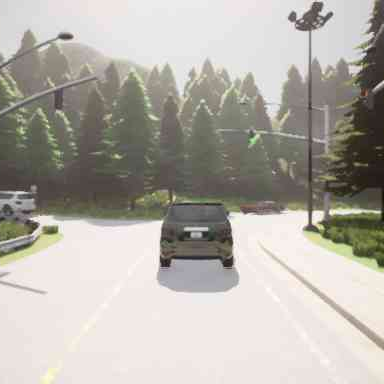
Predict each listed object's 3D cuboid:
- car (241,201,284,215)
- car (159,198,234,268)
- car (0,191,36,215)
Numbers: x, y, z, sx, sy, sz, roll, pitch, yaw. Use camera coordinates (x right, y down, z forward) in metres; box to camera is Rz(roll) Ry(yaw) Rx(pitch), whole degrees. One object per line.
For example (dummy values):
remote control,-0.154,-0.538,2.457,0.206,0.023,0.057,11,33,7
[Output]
car,7.123,1.615,33.607,4.718,1.301,1.895,0,0,-37
car,0.175,1.226,11.444,2.150,2.045,5.566,0,0,1
car,-16.250,0.944,28.832,5.566,2.045,2.150,2,0,19
